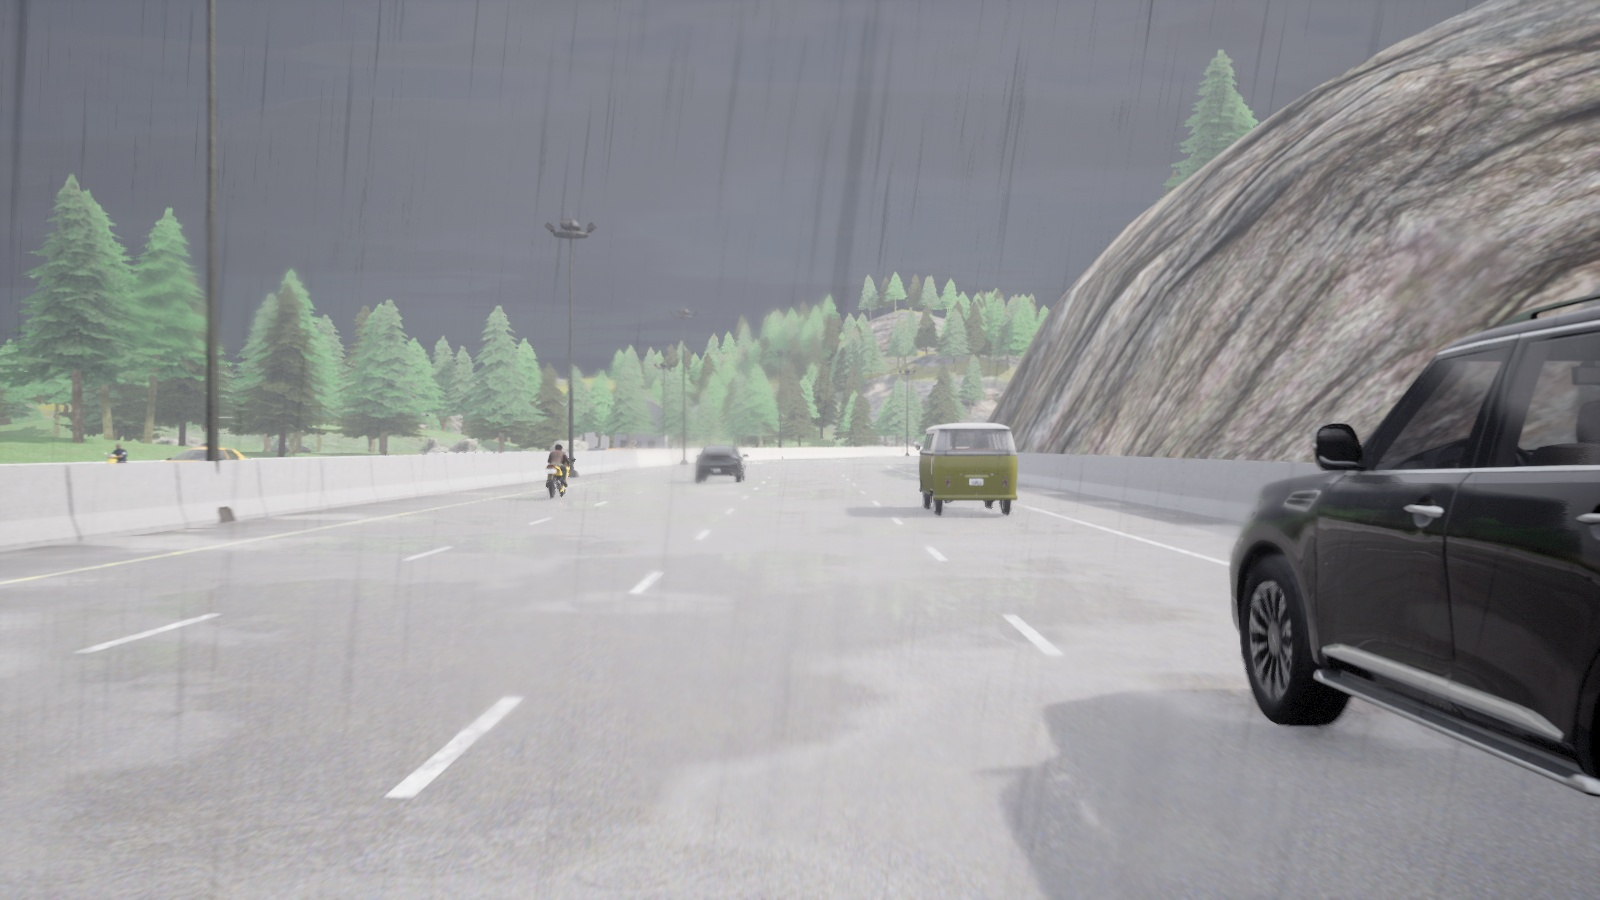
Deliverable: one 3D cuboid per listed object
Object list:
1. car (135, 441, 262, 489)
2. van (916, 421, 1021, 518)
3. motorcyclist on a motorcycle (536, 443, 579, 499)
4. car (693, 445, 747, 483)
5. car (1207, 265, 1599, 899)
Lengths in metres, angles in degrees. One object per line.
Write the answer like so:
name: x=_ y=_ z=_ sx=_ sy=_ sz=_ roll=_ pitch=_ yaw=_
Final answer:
car: x=-20.736 y=0.486 z=43.578 sx=1.801 sy=1.575 sz=5.366 roll=0 pitch=0 yaw=0
van: x=3.676 y=0.385 z=28.084 sx=1.775 sy=1.987 sz=4.442 roll=0 pitch=0 yaw=0
motorcyclist on a motorcycle: x=-6.784 y=0.575 z=35.160 sx=0.797 sy=1.523 sz=2.044 roll=0 pitch=0 yaw=0
car: x=-3.193 y=0.534 z=51.057 sx=1.837 sy=1.490 sz=4.892 roll=0 pitch=0 yaw=0
car: x=3.544 y=0.448 z=4.871 sx=2.150 sy=2.045 sz=5.566 roll=0 pitch=0 yaw=0
